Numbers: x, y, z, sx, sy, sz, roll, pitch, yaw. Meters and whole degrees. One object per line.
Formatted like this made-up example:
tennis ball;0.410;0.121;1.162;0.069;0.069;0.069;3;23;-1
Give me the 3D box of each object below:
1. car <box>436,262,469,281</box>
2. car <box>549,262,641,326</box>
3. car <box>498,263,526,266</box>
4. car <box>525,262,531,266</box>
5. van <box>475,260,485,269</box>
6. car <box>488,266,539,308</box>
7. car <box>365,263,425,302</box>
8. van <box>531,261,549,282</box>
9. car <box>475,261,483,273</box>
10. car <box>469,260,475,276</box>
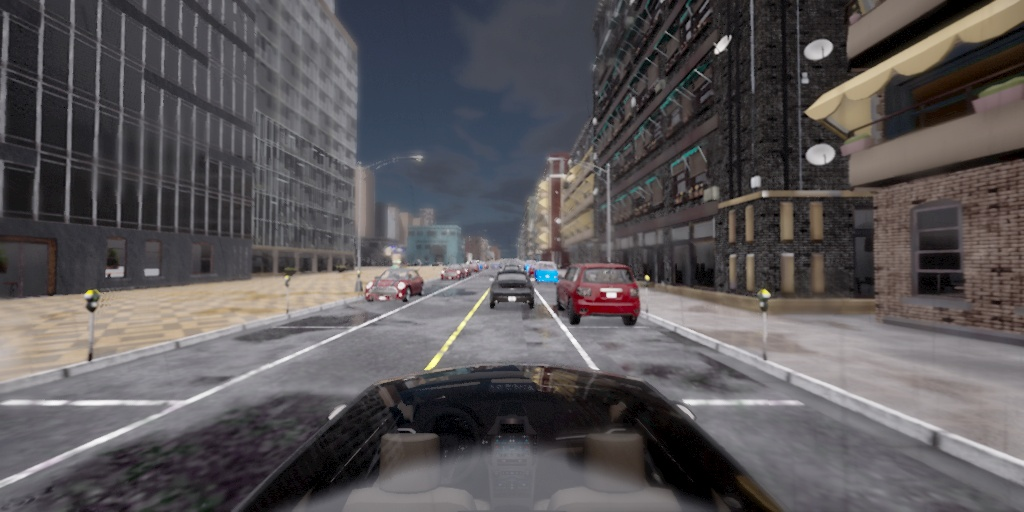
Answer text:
car;-5.664;1.501;34.684;1.967;1.591;4.097;0;0;0
car;2.691;1.165;12.131;2.192;1.841;5.009;0;0;0
car;0.003;1.537;31.135;1.837;1.490;4.892;0;0;0
car;2.690;1.657;40.363;1.888;1.381;4.507;0;0;0
van;-5.660;1.598;57.266;1.690;1.789;3.998;0;0;0
car;0.004;1.397;16.138;1.837;1.490;4.892;0;0;0
car;-5.693;1.344;17.746;1.967;1.591;4.097;0;0;0
van;2.690;1.351;29.069;1.690;1.789;3.998;0;0;0
car;-5.659;1.755;51.621;1.888;1.381;4.507;0;0;0
car;-5.658;1.552;40.330;1.967;1.591;4.097;0;0;0
